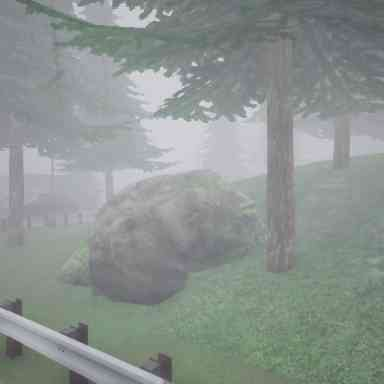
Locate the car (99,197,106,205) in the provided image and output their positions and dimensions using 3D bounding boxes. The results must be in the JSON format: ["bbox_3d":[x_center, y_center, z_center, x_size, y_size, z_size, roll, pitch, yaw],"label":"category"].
[{"bbox_3d":[-17.206,1.478,57.983,5.008,1.535,1.882,0,0,36],"label":"car"}]

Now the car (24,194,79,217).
[{"bbox_3d":[-12.271,1.206,28.083,2.150,2.045,5.566,0,0,36],"label":"car"}]
